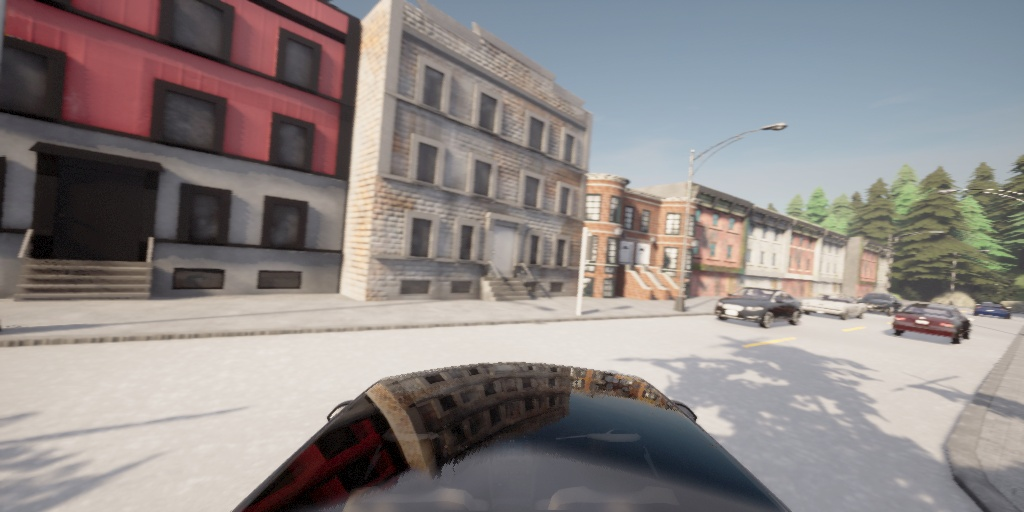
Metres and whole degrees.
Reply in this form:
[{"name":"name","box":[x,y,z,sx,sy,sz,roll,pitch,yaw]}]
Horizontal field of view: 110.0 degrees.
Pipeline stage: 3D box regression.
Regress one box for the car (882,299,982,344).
[{"name":"car","box":[18.122,2.802,15.432,5.357,1.411,2.033,5,0,-34]}]

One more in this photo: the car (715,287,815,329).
[{"name":"car","box":[10.682,2.128,15.450,4.902,1.511,2.128,5,0,-34]}]

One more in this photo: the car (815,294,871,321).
[{"name":"car","box":[18.875,2.919,21.003,4.718,1.301,1.895,5,0,-34]}]

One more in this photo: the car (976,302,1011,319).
[{"name":"car","box":[44.838,5.038,33.475,4.181,1.385,1.994,5,0,-34]}]

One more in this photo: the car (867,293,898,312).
[{"name":"car","box":[27.331,3.525,26.677,4.892,1.490,1.837,5,0,-34]}]
